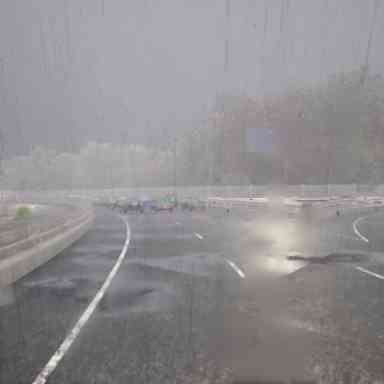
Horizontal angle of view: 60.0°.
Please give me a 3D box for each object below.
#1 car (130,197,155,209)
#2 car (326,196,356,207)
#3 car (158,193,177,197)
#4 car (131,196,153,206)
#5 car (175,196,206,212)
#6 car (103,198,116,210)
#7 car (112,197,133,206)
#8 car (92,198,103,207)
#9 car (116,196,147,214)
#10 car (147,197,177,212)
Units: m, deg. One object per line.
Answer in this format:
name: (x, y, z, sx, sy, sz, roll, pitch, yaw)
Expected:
car: (-6.892, 1.486, 45.987, 1.882, 1.535, 5.008, 0, 0, -27)
car: (20.826, 1.339, 45.919, 4.892, 1.490, 1.837, 0, 0, 3)
car: (-3.774, 1.206, 47.581, 2.150, 2.045, 5.566, 0, 0, -27)
car: (-8.572, 1.489, 56.733, 1.882, 1.535, 5.008, 0, 0, -33)
car: (0.038, 1.456, 38.505, 2.128, 1.511, 4.902, 0, 0, -20)
car: (-10.069, 1.538, 44.519, 1.837, 1.490, 4.892, 0, 0, -27)
car: (-11.593, 1.561, 54.967, 1.812, 1.442, 4.674, 0, 0, -33)
car: (-14.681, 1.623, 53.306, 1.994, 1.385, 4.181, 0, 0, -33)
car: (-6.693, 1.368, 36.509, 2.097, 1.767, 4.553, 0, 0, -20)
car: (-3.561, 1.555, 38.161, 1.994, 1.385, 4.181, 0, 0, -20)
